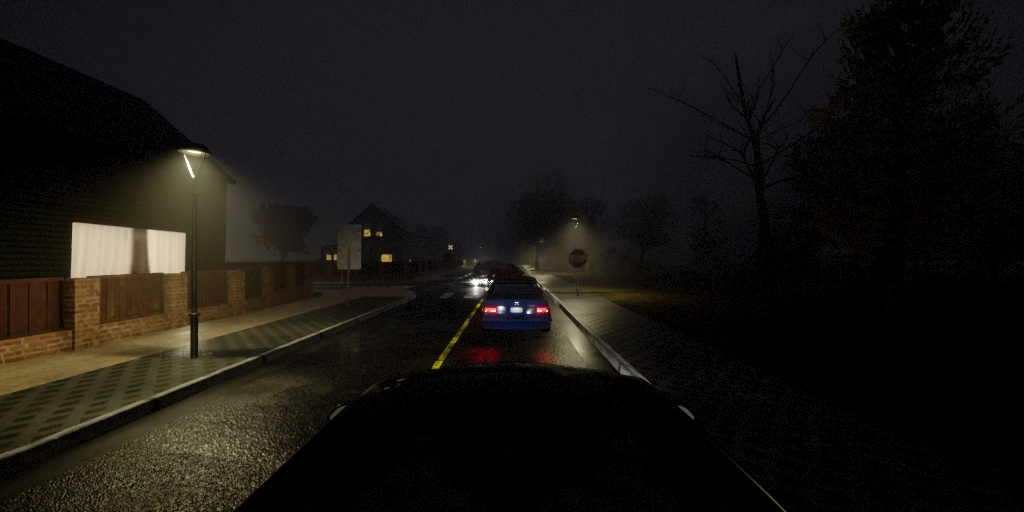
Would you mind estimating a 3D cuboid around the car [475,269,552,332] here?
[{"bbox_3d":[0.106,1.305,10.846,2.033,1.411,5.357,0,0,0],"label":"car"}]

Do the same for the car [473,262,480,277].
[{"bbox_3d":[-2.804,1.294,35.872,2.128,1.511,4.902,0,0,0],"label":"car"}]

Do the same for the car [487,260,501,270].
[{"bbox_3d":[-2.748,1.370,56.194,1.837,1.490,4.892,0,0,0],"label":"car"}]

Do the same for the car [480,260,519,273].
[{"bbox_3d":[-0.533,1.313,29.254,1.812,1.442,4.674,1,0,21],"label":"car"}]
